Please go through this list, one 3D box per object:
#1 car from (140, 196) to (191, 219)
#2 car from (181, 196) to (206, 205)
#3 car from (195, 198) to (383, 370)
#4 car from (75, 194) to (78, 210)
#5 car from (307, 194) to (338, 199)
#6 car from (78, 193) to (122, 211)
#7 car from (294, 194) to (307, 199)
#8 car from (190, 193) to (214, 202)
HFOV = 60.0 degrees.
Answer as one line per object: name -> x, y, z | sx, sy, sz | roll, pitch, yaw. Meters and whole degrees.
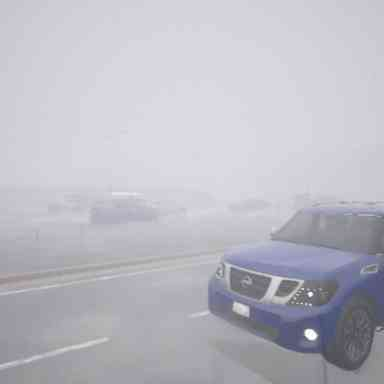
car -> -2.435, 1.410, 30.659 | 3.806, 1.475, 1.970 | 0, 0, -35
car -> 0.326, 1.422, 56.911 | 3.806, 1.475, 1.970 | 0, 0, -35
car -> 2.915, 1.225, 6.073 | 5.566, 2.045, 2.150 | 0, 0, -35
car -> -13.909, 1.386, 46.788 | 3.905, 1.438, 1.784 | 0, 0, -35
car -> 15.007, 1.170, 36.168 | 4.605, 1.855, 1.932 | 0, 0, -35
car -> -12.285, 1.174, 44.389 | 4.605, 1.855, 1.932 | 0, 0, -35
car -> 13.377, 1.174, 38.560 | 3.866, 1.878, 1.905 | 0, 0, -35
car -> 1.992, 1.181, 54.543 | 3.866, 1.878, 1.905 | 0, 0, -35
